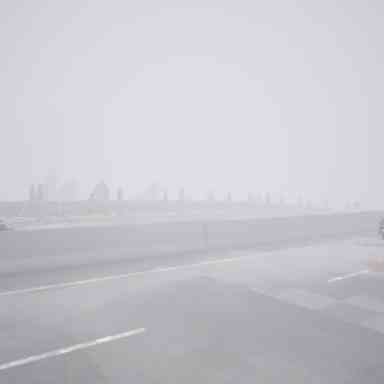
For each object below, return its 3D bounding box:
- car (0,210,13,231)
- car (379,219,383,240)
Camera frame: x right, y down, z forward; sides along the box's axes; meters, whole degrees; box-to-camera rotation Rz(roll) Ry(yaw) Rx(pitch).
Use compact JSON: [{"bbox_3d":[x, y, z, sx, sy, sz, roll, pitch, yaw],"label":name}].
[{"bbox_3d":[-8.384,1.348,10.909,4.553,1.767,2.097,0,0,-36],"label":"car"},{"bbox_3d":[10.714,1.580,15.690,4.902,1.511,2.128,0,0,-36],"label":"car"}]
